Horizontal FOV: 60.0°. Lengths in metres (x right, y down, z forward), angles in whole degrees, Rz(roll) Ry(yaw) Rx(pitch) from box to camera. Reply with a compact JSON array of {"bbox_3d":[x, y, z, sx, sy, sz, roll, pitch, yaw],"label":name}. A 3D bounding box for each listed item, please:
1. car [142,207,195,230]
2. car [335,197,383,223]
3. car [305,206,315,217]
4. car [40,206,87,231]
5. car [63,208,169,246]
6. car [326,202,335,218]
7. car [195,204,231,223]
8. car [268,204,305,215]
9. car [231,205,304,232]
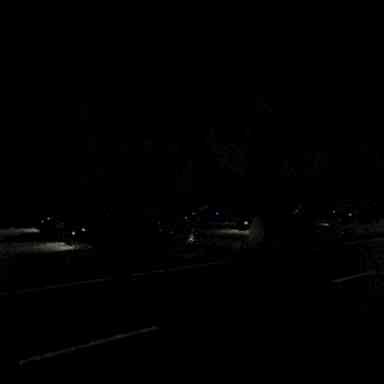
[{"bbox_3d":[-2.771,1.652,20.437,5.357,1.411,2.033,1,0,-35],"label":"car"},{"bbox_3d":[15.198,1.538,28.838,5.566,2.045,2.150,1,0,-36],"label":"car"},{"bbox_3d":[10.388,1.907,34.013,4.718,1.301,1.895,1,0,-35],"label":"car"},{"bbox_3d":[-7.460,1.633,21.391,4.181,1.385,1.994,1,0,-35],"label":"car"},{"bbox_3d":[-3.509,1.631,15.612,4.181,1.385,1.994,1,-1,-36],"label":"car"},{"bbox_3d":[15.929,1.574,33.641,5.566,2.045,2.150,1,0,-35],"label":"car"},{"bbox_3d":[1.372,1.712,27.663,4.674,1.442,1.812,1,0,-35],"label":"car"},{"bbox_3d":[6.666,1.736,27.125,4.892,1.490,1.837,1,-1,-35],"label":"car"},{"bbox_3d":[4.955,1.744,21.633,4.181,1.385,1.994,1,-1,-35],"label":"car"}]
